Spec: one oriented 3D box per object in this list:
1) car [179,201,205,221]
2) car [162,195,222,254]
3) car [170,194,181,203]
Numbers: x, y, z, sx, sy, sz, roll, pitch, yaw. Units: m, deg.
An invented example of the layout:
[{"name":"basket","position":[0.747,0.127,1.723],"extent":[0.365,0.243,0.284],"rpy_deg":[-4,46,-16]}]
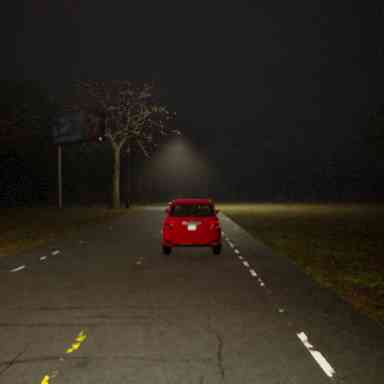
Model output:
[{"name":"car","position":[0.005,1.585,29.300],"extent":[2.128,1.511,4.902],"rpy_deg":[0,0,0]},{"name":"car","position":[0.002,1.305,14.013],"extent":[2.150,2.045,5.566],"rpy_deg":[0,0,0]},{"name":"car","position":[-3.496,1.350,71.868],"extent":[2.097,1.767,4.553],"rpy_deg":[0,0,0]}]
